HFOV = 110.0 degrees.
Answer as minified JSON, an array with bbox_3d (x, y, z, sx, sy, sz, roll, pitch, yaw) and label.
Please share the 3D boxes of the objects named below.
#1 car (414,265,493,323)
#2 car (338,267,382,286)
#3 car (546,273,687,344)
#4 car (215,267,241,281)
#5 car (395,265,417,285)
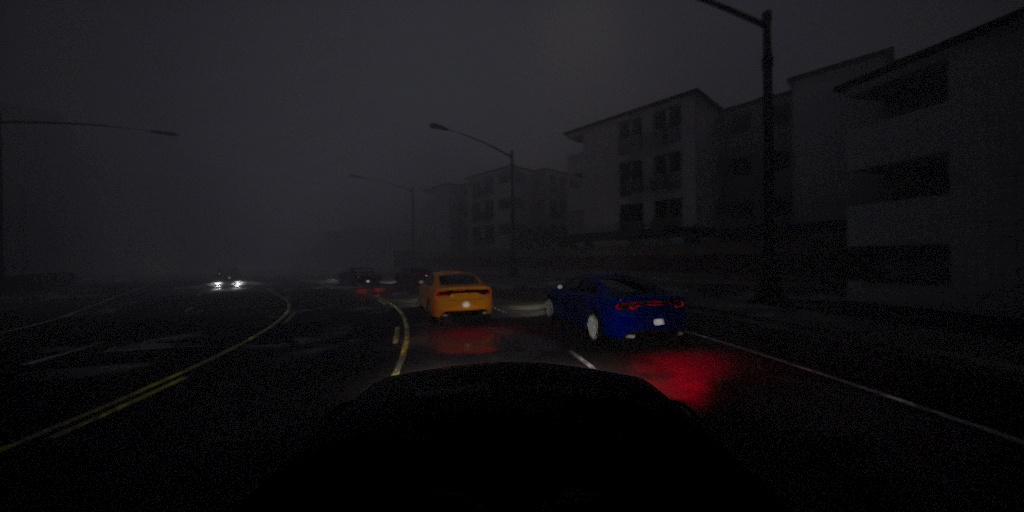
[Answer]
[{"bbox_3d":[-2.129,1.245,12.517,1.882,1.535,5.008,0,0,-20],"label":"car"},{"bbox_3d":[-11.368,1.480,26.529,1.895,1.301,4.718,-1,0,-39],"label":"car"},{"bbox_3d":[2.414,1.186,9.657,1.882,1.535,5.008,-1,0,-13],"label":"car"},{"bbox_3d":[-27.947,1.739,35.286,1.895,1.301,4.718,-1,0,-41],"label":"car"},{"bbox_3d":[-7.186,1.385,26.810,1.994,1.385,4.181,-1,0,-38],"label":"car"}]
